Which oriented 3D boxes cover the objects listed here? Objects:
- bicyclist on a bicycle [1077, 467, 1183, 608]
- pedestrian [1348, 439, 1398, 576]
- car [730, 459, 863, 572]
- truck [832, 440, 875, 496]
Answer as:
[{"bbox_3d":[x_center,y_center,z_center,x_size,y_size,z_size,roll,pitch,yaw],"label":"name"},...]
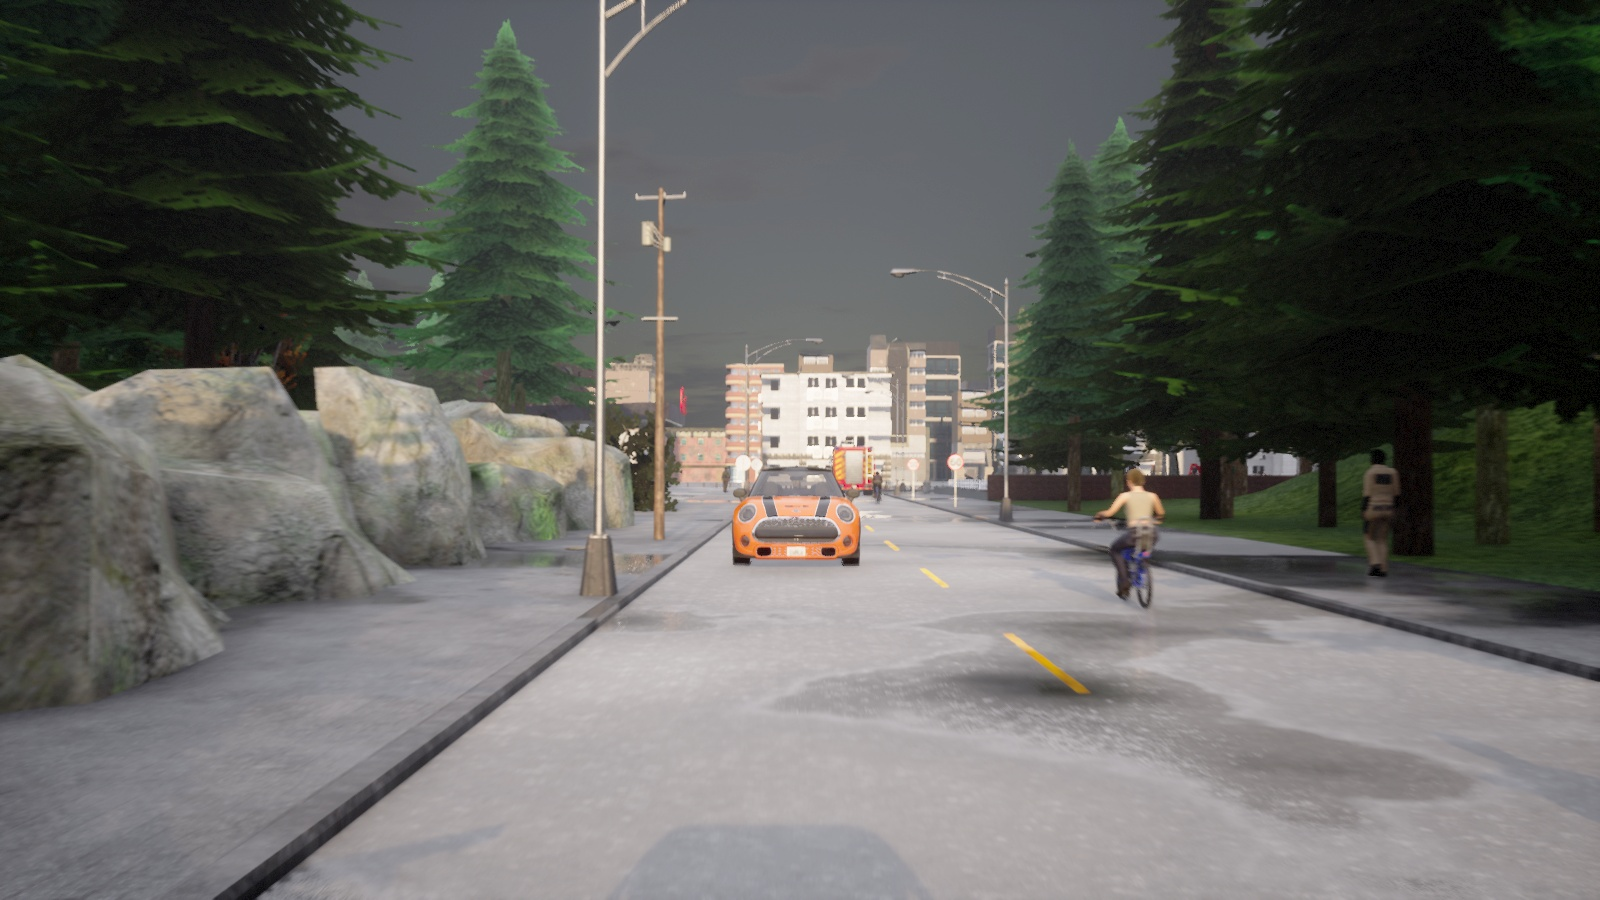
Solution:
[{"bbox_3d":[3.958,1.014,15.184,0.866,1.612,1.509,0,-1,0],"label":"bicyclist on a bicycle"},{"bbox_3d":[8.232,0.823,18.064,0.396,1.930,0.692,0,-1,2],"label":"pedestrian"},{"bbox_3d":[-0.055,1.079,22.144,2.097,1.767,4.553,0,-1,0],"label":"car"},{"bbox_3d":[3.787,1.288,90.656,2.891,3.827,8.468,0,-1,1],"label":"truck"}]
